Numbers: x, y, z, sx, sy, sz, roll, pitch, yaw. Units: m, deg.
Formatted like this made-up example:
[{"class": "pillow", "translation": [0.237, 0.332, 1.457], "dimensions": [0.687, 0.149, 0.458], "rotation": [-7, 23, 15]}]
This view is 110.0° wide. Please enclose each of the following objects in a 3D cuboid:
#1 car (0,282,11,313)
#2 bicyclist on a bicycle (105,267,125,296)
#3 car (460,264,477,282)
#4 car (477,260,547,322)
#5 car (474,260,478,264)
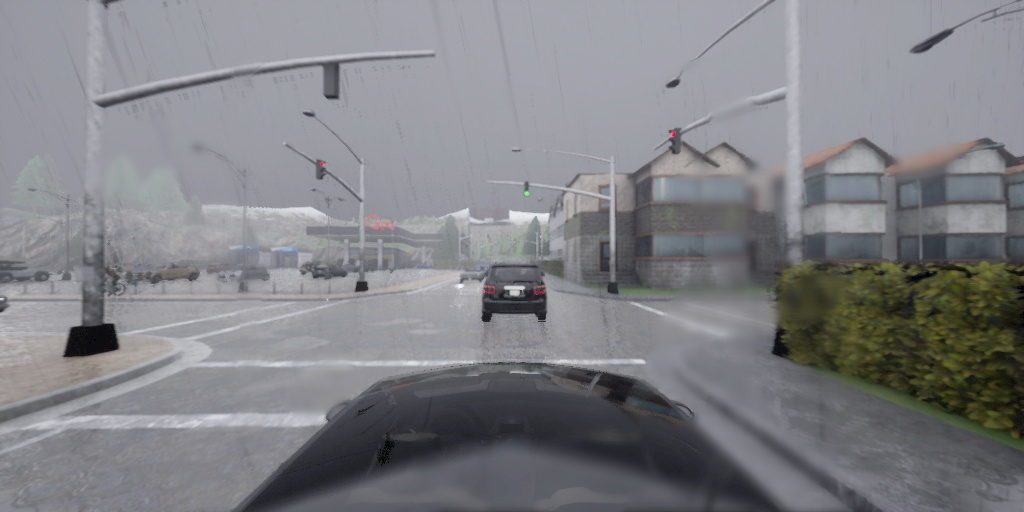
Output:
[{"class": "car", "translation": [-20.656, 1.645, 12.298], "dimensions": [4.718, 1.301, 1.895], "rotation": [0, -1, 0]}, {"class": "bicyclist on a bicycle", "translation": [-22.216, 1.428, 19.779], "dimensions": [0.582, 1.620, 1.656], "rotation": [0, 0, 0]}, {"class": "car", "translation": [-3.595, 1.699, 32.883], "dimensions": [1.895, 1.301, 4.718], "rotation": [0, -1, 0]}, {"class": "car", "translation": [0.098, 1.213, 13.688], "dimensions": [2.150, 2.045, 5.566], "rotation": [0, 0, 0]}, {"class": "car", "translation": [-3.577, 1.464, 45.691], "dimensions": [2.150, 2.045, 5.566], "rotation": [0, -1, 0]}]
